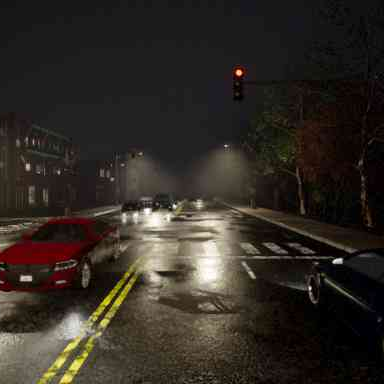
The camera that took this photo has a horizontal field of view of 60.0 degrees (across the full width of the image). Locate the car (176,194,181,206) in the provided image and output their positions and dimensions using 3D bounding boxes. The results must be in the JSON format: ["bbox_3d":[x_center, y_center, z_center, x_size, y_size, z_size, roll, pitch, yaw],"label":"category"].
[{"bbox_3d":[-3.355,1.528,54.902,2.033,1.411,5.357,0,0,0],"label":"car"}]

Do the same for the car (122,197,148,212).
[{"bbox_3d":[-6.607,1.553,37.711,1.994,1.385,4.181,0,0,0],"label":"car"}]

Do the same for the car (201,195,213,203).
[{"bbox_3d":[3.337,1.467,68.349,2.128,1.511,4.902,0,0,0],"label":"car"}]

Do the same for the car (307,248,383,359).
[{"bbox_3d":[3.337,1.563,5.254,1.994,1.385,4.181,0,0,1],"label":"car"}]

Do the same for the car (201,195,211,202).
[{"bbox_3d":[3.231,1.509,78.533,2.033,1.411,5.357,0,0,0],"label":"car"}]

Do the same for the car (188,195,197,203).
[{"bbox_3d":[0.086,1.500,69.677,1.812,1.442,4.674,0,0,0],"label":"car"}]

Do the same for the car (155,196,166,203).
[{"bbox_3d":[-6.515,1.494,69.053,1.812,1.442,4.674,0,0,0],"label":"car"}]

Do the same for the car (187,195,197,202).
[{"bbox_3d":[-0.017,1.494,79.758,2.128,1.511,4.902,0,0,0],"label":"car"}]

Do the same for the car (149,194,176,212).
[{"bbox_3d":[-3.359,1.210,38.906,2.150,2.045,5.566,0,0,0],"label":"car"}]

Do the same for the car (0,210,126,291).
[{"bbox_3d":[-3.352,1.476,9.225,1.882,1.535,5.008,0,0,0],"label":"car"}]
